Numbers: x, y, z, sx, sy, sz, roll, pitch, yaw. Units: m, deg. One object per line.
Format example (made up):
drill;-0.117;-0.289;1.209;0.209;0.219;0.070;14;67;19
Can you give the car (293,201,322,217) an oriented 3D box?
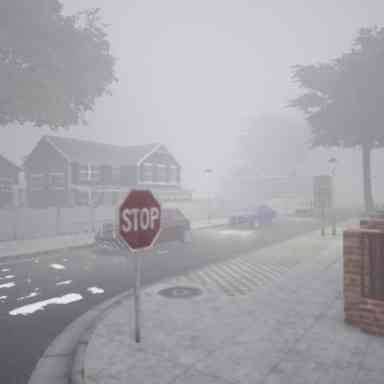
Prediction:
car;12.013;1.658;34.343;1.882;1.535;5.008;-1;-1;35

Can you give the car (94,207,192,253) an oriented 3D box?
car;-1.995;1.482;14.531;2.097;1.767;4.553;-1;0;35

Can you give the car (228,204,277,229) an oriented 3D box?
car;4.355;1.630;23.524;1.882;1.535;5.008;-1;-1;35
